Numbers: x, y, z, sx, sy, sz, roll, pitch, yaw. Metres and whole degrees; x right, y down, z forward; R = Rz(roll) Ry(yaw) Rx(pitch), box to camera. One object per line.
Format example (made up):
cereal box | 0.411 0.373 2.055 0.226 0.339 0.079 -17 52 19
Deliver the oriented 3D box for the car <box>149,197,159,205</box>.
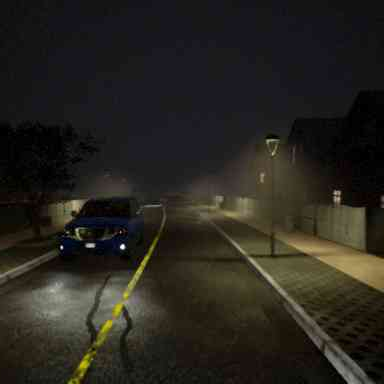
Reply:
car | -6.786 1.543 58.276 1.994 1.385 4.181 -1 0 -8

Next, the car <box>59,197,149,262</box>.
car | -3.074 1.219 12.544 2.150 2.045 5.566 0 0 -2

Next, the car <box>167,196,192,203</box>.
car | -2.482 1.513 66.932 4.892 1.490 1.837 1 2 -10
